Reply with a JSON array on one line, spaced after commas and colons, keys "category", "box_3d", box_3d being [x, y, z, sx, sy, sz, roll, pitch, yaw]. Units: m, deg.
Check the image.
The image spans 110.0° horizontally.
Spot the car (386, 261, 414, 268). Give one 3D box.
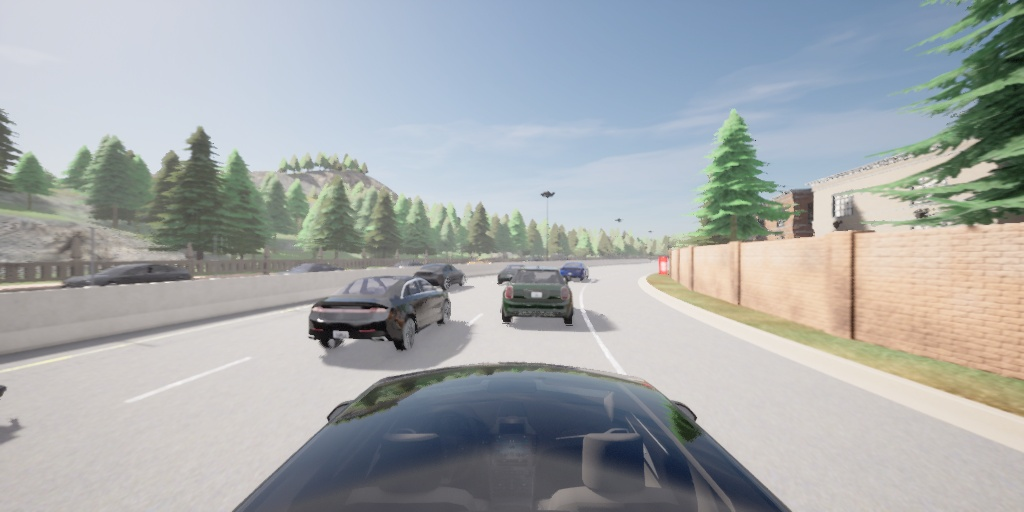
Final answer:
[{"category": "car", "box_3d": [-9.300, 1.187, 31.362, 1.882, 1.535, 5.008, 0, 0, 18]}]

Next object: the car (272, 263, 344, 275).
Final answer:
[{"category": "car", "box_3d": [-14.482, 1.232, 25.909, 2.033, 1.411, 5.357, 0, 0, 14]}]

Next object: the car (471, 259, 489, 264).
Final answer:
[{"category": "car", "box_3d": [-5.571, 1.207, 56.950, 1.882, 1.535, 5.008, 0, 0, 30]}]

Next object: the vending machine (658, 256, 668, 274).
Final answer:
[{"category": "vending machine", "box_3d": [15.965, 1.024, 37.863, 1.100, 2.100, 0.880, 0, 0, 27]}]

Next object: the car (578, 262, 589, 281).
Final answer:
[{"category": "car", "box_3d": [5.397, 1.256, 30.619, 1.882, 1.535, 5.008, 0, 0, 19]}]

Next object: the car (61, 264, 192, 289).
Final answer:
[{"category": "car", "box_3d": [-19.503, 1.165, 18.470, 1.837, 1.490, 4.892, 0, 0, 10]}]

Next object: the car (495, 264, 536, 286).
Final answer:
[{"category": "car", "box_3d": [0.381, 1.318, 26.405, 1.994, 1.385, 4.181, 0, 0, 16]}]

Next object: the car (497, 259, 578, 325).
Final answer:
[{"category": "car", "box_3d": [0.944, 1.107, 12.162, 2.097, 1.767, 4.553, 0, 0, 7]}]

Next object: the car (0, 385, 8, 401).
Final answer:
[{"category": "car", "box_3d": [-6.856, 1.265, 1.642, 2.033, 1.411, 5.357, 0, 0, 1]}]

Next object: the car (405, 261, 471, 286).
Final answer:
[{"category": "car", "box_3d": [-4.364, 1.236, 22.101, 1.837, 1.490, 4.892, 0, 0, 12]}]

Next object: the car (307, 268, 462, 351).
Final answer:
[{"category": "car", "box_3d": [-2.921, 1.229, 8.979, 2.128, 1.511, 4.902, 0, 0, 5]}]
